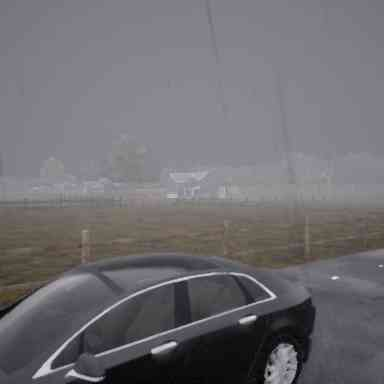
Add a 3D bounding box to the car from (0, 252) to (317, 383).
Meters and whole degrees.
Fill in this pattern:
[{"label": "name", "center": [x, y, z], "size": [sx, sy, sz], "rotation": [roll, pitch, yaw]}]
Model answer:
[{"label": "car", "center": [-0.689, 1.504, 3.502], "size": [4.892, 1.490, 1.837], "rotation": [0, 0, -35]}]
